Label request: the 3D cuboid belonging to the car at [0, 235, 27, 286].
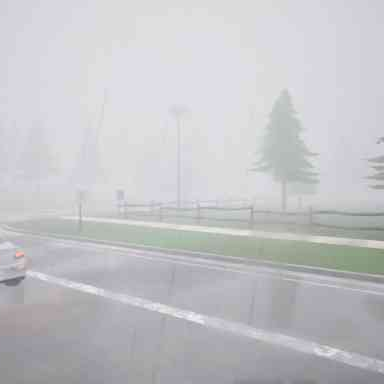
[{"bbox_3d":[-5.839,1.525,8.108,4.674,1.442,1.812,0,0,36],"label":"car"}]
